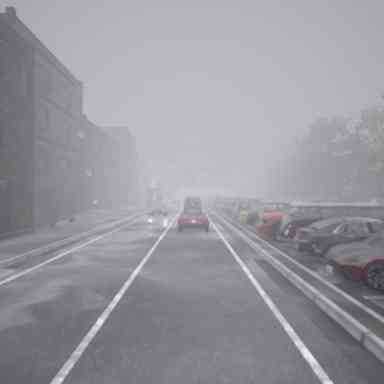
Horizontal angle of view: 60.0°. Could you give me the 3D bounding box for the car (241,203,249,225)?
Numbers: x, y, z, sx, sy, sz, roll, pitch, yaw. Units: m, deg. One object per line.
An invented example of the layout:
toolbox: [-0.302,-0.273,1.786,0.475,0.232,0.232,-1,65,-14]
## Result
car: [6.112,1.739,22.754,4.892,1.521,2.231,0,0,0]

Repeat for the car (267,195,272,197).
car: [19.315,1.832,70.069,5.566,2.045,2.435,0,0,0]

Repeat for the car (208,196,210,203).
car: [6.440,2.063,67.286,5.366,1.575,1.946,0,0,0]

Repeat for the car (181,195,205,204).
car: [0.081,1.585,40.614,2.150,2.045,5.566,0,-1,0]

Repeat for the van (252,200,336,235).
van: [5.993,1.488,19.972,4.442,1.987,1.878,0,-1,0]

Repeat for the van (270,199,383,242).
van: [5.977,1.440,14.531,4.442,1.987,1.878,0,-1,0]

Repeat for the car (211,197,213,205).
car: [6.226,1.994,56.153,5.008,1.535,2.097,0,0,0]

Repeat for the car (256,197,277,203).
car: [19.400,2.120,86.917,5.008,1.535,2.097,0,0,0]

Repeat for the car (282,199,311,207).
car: [19.320,2.071,61.713,4.674,1.452,2.002,0,0,0]

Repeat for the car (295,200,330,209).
car: [19.320,2.004,53.360,4.792,1.488,2.163,0,0,0]

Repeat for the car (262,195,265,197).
car: [19.400,2.006,78.546,4.553,1.767,2.185,0,0,0]

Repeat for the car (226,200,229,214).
car: [6.155,1.870,33.886,4.674,1.452,2.002,0,0,0]

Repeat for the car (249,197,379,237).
car: [6.073,1.438,17.189,5.566,2.045,2.435,0,-1,0]

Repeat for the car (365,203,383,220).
car: [19.230,1.809,31.079,4.892,1.521,2.231,0,0,0]

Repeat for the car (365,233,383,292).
car: [6.070,1.631,6.054,4.674,1.452,2.002,0,-1,0]

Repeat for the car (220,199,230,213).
car: [6.140,1.904,39.453,4.792,1.488,2.163,0,0,0]

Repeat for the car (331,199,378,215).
car: [19.217,1.748,39.436,4.553,1.767,2.185,0,0,0]

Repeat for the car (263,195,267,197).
car: [19.355,2.119,75.761,5.008,1.535,2.097,0,0,0]

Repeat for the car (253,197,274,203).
car: [19.218,2.097,89.707,5.366,1.575,1.946,0,1,0]

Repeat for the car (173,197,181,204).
car: [-3.362,1.925,75.870,1.882,1.535,5.008,0,0,0]

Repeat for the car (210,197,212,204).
car: [6.244,2.032,61.720,4.892,1.521,2.231,0,0,0]

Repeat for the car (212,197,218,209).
car: [6.010,1.933,47.804,5.366,1.575,1.946,0,0,0]

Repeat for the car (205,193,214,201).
car: [6.300,1.850,72.854,5.566,2.045,2.435,0,0,0]

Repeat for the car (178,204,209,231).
car: [0.090,1.774,22.239,1.994,1.385,4.181,0,0,0]

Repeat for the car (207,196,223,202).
car: [6.362,1.949,92.353,4.553,1.767,2.185,0,1,0]

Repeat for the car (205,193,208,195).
car: [6.354,1.977,89.573,4.553,1.767,2.185,0,0,0]

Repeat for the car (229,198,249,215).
car: [6.113,1.683,31.105,4.553,1.767,2.185,0,0,0]

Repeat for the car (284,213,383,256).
car: [6.078,1.641,11.621,4.892,1.521,2.231,0,-1,0]

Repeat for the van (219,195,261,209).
van: [6.061,1.670,42.301,4.442,1.987,1.878,0,0,0]

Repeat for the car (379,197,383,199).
car: [19.204,1.578,33.865,5.566,2.045,2.435,0,0,0]

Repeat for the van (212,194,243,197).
van: [6.346,1.787,58.937,4.442,1.987,1.878,0,0,0]

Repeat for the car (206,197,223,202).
car: [6.369,2.067,95.142,4.792,1.488,2.163,0,1,0]

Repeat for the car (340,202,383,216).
car: [19.245,1.852,36.650,5.008,1.535,2.097,0,0,0]

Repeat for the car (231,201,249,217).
car: [6.142,1.786,28.319,4.892,1.521,2.231,0,0,0]

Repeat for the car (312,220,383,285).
car: [6.047,1.645,8.837,4.792,1.488,2.163,0,-1,0]

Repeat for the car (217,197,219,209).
car: [6.155,1.790,45.021,4.553,1.767,2.185,0,0,0]

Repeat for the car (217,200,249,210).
car: [6.206,1.996,50.586,4.674,1.452,2.002,0,0,0]

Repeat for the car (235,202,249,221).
car: [6.312,1.758,25.536,5.366,1.575,1.946,0,0,0]

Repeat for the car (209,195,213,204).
car: [6.215,1.924,64.629,4.553,1.767,2.185,0,0,0]

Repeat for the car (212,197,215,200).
car: [6.207,1.975,53.370,5.008,1.535,2.097,0,0,0]

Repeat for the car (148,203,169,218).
car: [-3.369,1.841,34.447,1.812,1.442,4.674,0,0,0]
